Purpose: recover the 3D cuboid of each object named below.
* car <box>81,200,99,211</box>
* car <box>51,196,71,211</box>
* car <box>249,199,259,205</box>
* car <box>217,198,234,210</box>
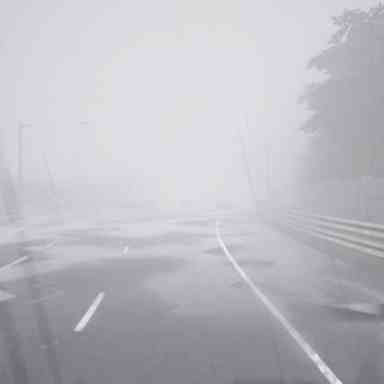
[{"bbox_3d":[-13.964,1.791,45.430,2.128,1.511,4.902,0,0,-25],"label":"car"},{"bbox_3d":[-18.520,1.565,46.903,2.150,2.045,5.566,0,0,-28],"label":"car"},{"bbox_3d":[14.801,2.326,78.490,1.882,1.535,5.008,-1,-2,21],"label":"car"},{"bbox_3d":[4.736,1.627,46.864,1.882,1.535,5.008,-1,0,15],"label":"car"}]
